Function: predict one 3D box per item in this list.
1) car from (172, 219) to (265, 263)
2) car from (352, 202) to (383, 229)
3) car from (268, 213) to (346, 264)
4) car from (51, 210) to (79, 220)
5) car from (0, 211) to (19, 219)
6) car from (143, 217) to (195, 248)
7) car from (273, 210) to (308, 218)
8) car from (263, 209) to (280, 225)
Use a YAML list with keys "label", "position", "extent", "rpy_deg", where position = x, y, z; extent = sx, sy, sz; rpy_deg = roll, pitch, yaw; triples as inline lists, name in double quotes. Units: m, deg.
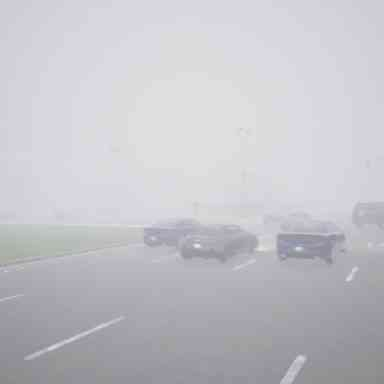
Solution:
- label: "car"
  position: [1.275, 2.018, 14.161]
  extent: [1.994, 1.385, 4.181]
  rpy_deg: [-2, -2, 32]
- label: "car"
  position: [15.126, 1.791, 26.412]
  extent: [5.566, 2.045, 2.150]
  rpy_deg: [0, -4, -29]
- label: "car"
  position: [4.942, 1.832, 13.429]
  extent: [1.882, 1.535, 5.008]
  rpy_deg: [-2, -2, 32]
- label: "car"
  position: [-19.750, 3.634, 51.662]
  extent: [4.892, 1.490, 1.837]
  rpy_deg: [-3, -2, 31]
- label: "car"
  position: [-33.186, 4.189, 59.959]
  extent: [4.902, 1.511, 2.128]
  rpy_deg: [-2, -2, 32]
- label: "car"
  position: [-0.527, 2.092, 17.882]
  extent: [1.882, 1.535, 5.008]
  rpy_deg: [-2, -2, 32]
- label: "car"
  position: [8.272, 2.231, 25.518]
  extent: [2.033, 1.411, 5.357]
  rpy_deg: [-2, -2, 32]
- label: "car"
  position: [8.479, 2.460, 33.229]
  extent: [1.812, 1.442, 4.674]
  rpy_deg: [-2, -2, 28]
